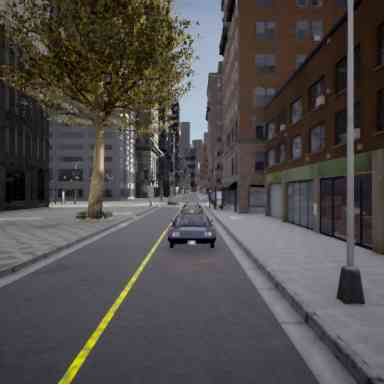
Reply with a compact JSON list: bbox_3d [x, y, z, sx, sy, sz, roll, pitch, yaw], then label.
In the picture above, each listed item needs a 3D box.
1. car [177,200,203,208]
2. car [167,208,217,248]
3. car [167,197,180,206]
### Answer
[{"bbox_3d":[0.000,1.563,29.650,1.994,1.385,4.181,0,0,0],"label":"car"},{"bbox_3d":[0.000,1.613,14.680,1.895,1.301,4.718,0,0,0],"label":"car"},{"bbox_3d":[-2.999,1.533,54.956,1.837,1.490,4.892,0,0,0],"label":"car"}]
